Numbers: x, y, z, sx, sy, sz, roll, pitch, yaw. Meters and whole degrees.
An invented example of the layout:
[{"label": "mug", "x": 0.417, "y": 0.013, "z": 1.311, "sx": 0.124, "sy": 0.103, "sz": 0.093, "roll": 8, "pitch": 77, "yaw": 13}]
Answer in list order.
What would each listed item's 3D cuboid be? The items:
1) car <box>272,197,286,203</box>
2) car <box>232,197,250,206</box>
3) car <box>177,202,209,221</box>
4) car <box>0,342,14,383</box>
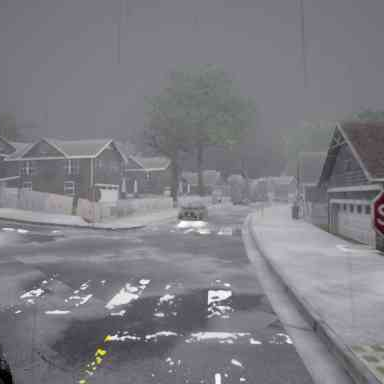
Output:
[{"label": "car", "x": 19.730, "y": 1.800, "z": 75.659, "sx": 1.895, "sy": 1.301, "sz": 4.718, "roll": -1, "pitch": -1, "yaw": 32}, {"label": "car", "x": 7.854, "y": 1.520, "z": 52.724, "sx": 2.033, "sy": 1.411, "sz": 5.357, "roll": 0, "pitch": 0, "yaw": 21}, {"label": "car", "x": 0.168, "y": 1.552, "z": 27.165, "sx": 1.994, "sy": 1.385, "sz": 4.181, "roll": 0, "pitch": 0, "yaw": 12}, {"label": "car", "x": -2.670, "y": 1.577, "z": 1.385, "sx": 1.994, "sy": 1.385, "sz": 4.181, "roll": 0, "pitch": 0, "yaw": 1}]
